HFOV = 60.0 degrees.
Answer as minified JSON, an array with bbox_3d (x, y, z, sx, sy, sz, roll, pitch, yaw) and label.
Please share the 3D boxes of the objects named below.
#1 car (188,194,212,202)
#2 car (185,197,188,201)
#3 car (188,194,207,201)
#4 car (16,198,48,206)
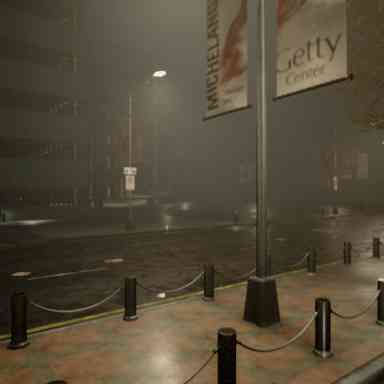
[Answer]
[{"bbox_3d":[2.306,1.406,75.386,5.008,1.535,1.882,0,0,37],"label":"car"},{"bbox_3d":[0.579,1.450,80.645,4.902,1.511,2.128,0,0,30],"label":"car"},{"bbox_3d":[1.401,1.276,84.157,4.553,1.767,2.097,0,0,26],"label":"car"},{"bbox_3d":[-15.881,1.312,31.167,4.674,1.452,2.002,0,0,-36],"label":"car"}]
